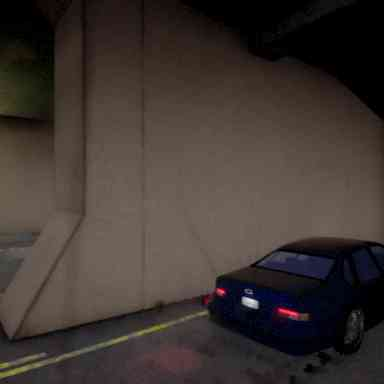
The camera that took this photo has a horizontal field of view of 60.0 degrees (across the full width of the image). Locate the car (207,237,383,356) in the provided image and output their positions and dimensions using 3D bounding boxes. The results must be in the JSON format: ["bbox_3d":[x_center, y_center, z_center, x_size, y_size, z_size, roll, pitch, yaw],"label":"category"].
[{"bbox_3d":[2.727,1.572,6.191,5.357,1.411,2.033,0,0,-40],"label":"car"}]
